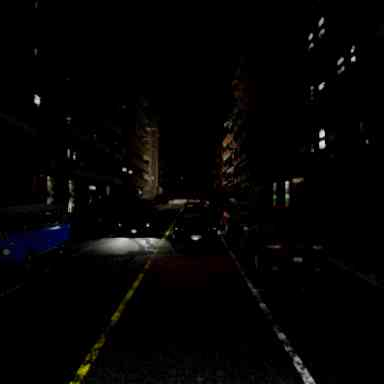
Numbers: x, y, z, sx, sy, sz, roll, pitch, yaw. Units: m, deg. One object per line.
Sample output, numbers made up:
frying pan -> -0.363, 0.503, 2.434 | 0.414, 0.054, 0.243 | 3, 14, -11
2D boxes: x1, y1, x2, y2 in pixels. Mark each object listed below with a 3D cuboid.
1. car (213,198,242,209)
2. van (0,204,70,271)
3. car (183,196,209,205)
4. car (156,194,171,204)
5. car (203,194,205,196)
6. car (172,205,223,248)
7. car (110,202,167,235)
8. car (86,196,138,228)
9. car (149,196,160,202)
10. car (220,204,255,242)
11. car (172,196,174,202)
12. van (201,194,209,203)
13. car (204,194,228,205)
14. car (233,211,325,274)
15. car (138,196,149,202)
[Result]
car -> 2.658, 1.397, 21.457 | 1.967, 1.590, 4.097 | 1, 0, 0
van -> -5.262, 1.314, 10.481 | 1.690, 1.788, 3.998 | 1, 0, 0
car -> 0.198, 1.433, 32.020 | 2.128, 1.511, 4.902 | 0, 0, 0
car -> -5.124, 1.246, 54.724 | 2.192, 1.841, 5.009 | 1, 0, 0
car -> 2.684, 1.375, 43.582 | 1.967, 1.590, 4.097 | 1, 0, 0
car -> 0.128, 1.493, 14.521 | 1.812, 1.442, 4.674 | 0, 0, 0
car -> -2.782, 1.506, 18.624 | 2.033, 1.411, 5.357 | 0, 0, 0
car -> -5.227, 1.268, 21.541 | 2.192, 1.841, 5.009 | 1, 0, 0
car -> -5.182, 1.500, 38.134 | 1.947, 1.339, 4.313 | 1, 0, 0
car -> 2.631, 1.511, 15.925 | 1.887, 1.381, 4.507 | 1, 0, 0
car -> -5.063, 1.537, 76.849 | 1.802, 1.307, 4.206 | 1, 0, 0
van -> 2.772, 1.291, 71.239 | 1.690, 1.788, 3.998 | 1, 0, 0
car -> 2.653, 1.257, 32.518 | 2.192, 1.841, 5.009 | 1, 0, 0
car -> 2.613, 1.521, 10.395 | 1.887, 1.381, 4.507 | 1, 0, 0
car -> -5.209, 1.260, 27.071 | 2.192, 1.841, 5.009 | 1, 0, 0
